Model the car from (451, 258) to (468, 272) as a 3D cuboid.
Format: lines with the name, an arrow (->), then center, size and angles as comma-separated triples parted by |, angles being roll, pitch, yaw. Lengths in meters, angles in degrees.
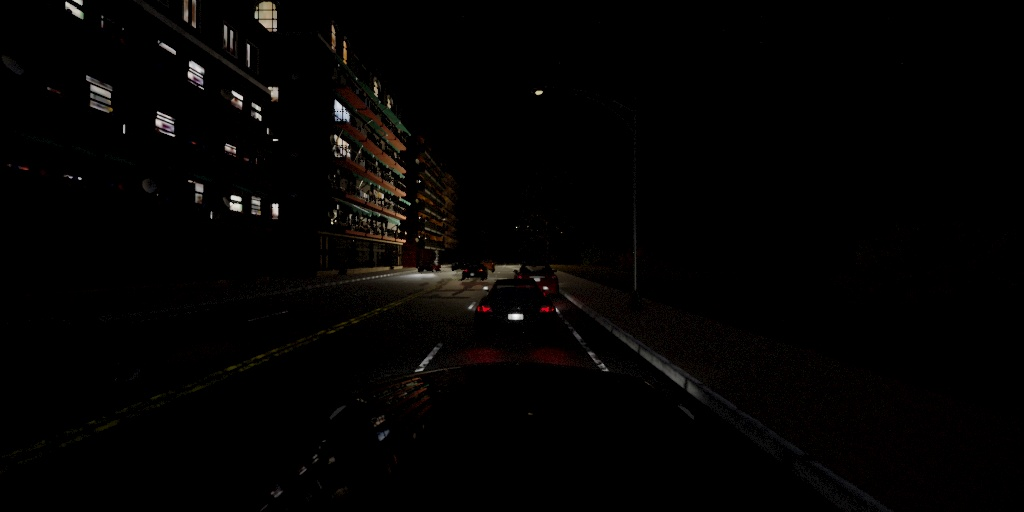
car -> -6.567, 1.103, 46.594 | 2.097, 1.767, 4.553 | 0, 0, 0

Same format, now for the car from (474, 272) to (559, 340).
car -> 0.100, 1.315, 9.944 | 1.994, 1.385, 4.181 | 0, 0, 0

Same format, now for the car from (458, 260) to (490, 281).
car -> -3.130, 1.278, 30.515 | 1.812, 1.442, 4.674 | 0, 0, 0

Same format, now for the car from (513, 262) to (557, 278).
car -> 1.148, 1.103, 18.524 | 2.097, 1.767, 4.553 | 0, 0, 0

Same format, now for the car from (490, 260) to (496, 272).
car -> -3.119, 1.229, 45.162 | 1.882, 1.535, 5.008 | 0, 0, 0

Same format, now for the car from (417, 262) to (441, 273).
car -> -9.822, 1.352, 42.692 | 1.895, 1.301, 4.718 | 0, 0, 0

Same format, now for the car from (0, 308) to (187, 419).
car -> -6.600, 1.351, 3.967 | 1.895, 1.301, 4.718 | 0, 0, 0
